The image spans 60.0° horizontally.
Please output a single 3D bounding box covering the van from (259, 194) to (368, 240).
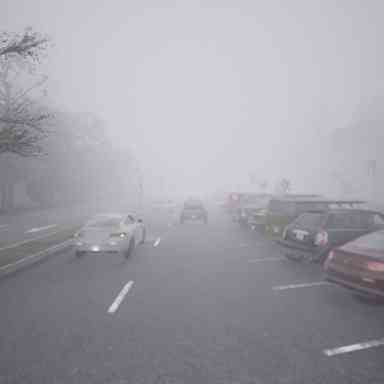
[{"bbox_3d":[5.191,1.186,13.181,4.442,1.987,1.878,1,0,-20],"label":"van"}]

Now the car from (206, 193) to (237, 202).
[{"bbox_3d":[5.139,0.887,57.912,4.792,1.488,2.163,0,1,-20],"label":"car"}]

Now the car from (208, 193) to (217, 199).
[{"bbox_3d":[4.925,1.221,36.942,5.366,1.575,1.946,1,1,-20],"label":"car"}]

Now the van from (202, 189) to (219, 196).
[{"bbox_3d":[5.030,0.083,90.653,4.442,1.987,1.878,1,1,-20],"label":"van"}]

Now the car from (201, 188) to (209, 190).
[{"bbox_3d":[5.133,0.578,72.803,4.892,1.521,2.231,0,1,-20],"label":"car"}]

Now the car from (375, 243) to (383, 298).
[{"bbox_3d":[5.048,1.493,4.157,4.792,1.488,2.163,1,1,-20],"label":"car"}]

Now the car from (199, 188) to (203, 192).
[{"bbox_3d":[5.155,0.275,75.800,5.566,2.045,2.435,0,1,-20],"label":"car"}]

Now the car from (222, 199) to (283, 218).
[{"bbox_3d":[5.087,1.356,28.058,4.674,1.452,2.002,1,0,-20],"label":"car"}]

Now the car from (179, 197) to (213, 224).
[{"bbox_3d":[0.116,1.354,23.403,2.128,1.511,4.902,0,1,0],"label":"car"}]

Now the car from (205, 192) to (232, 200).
[{"bbox_3d":[5.112,0.778,63.864,4.674,1.452,2.002,0,1,-20],"label":"car"}]

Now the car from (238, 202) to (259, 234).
[{"bbox_3d":[5.076,1.394,16.122,4.892,1.521,2.231,1,0,-20],"label":"car"}]

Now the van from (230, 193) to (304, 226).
[{"bbox_3d":[4.981,1.131,22.042,4.442,1.987,1.878,1,1,-20],"label":"van"}]

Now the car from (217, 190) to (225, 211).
[{"bbox_3d":[5.118,1.088,25.085,5.566,2.045,2.435,1,0,-20],"label":"car"}]

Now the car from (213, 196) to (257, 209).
[{"bbox_3d":[5.126,1.218,40.011,4.792,1.488,2.163,1,1,-20],"label":"car"}]

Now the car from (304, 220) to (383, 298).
[{"bbox_3d":[5.071,1.486,7.175,4.674,1.452,2.002,1,0,-20],"label":"car"}]

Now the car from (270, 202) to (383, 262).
[{"bbox_3d":[5.050,1.303,10.147,4.553,1.767,2.185,1,0,-20],"label":"car"}]

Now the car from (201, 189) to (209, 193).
[{"bbox_3d":[4.941,0.792,60.816,5.366,1.575,1.946,0,1,-20],"label":"car"}]

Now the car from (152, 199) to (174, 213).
[{"bbox_3d":[-2.875,1.370,34.184,1.895,1.301,4.718,0,1,0],"label":"car"}]

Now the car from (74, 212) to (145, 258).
[{"bbox_3d":[-2.891,1.452,12.312,1.812,1.442,4.674,0,0,0],"label":"car"}]

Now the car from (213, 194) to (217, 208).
[{"bbox_3d":[5.067,1.290,34.015,4.792,1.488,2.163,1,1,-20],"label":"car"}]

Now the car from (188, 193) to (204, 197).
[{"bbox_3d":[0.129,1.152,42.273,2.128,1.511,4.902,0,1,0],"label":"car"}]

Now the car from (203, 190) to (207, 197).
[{"bbox_3d":[4.936,0.916,54.851,5.366,1.575,1.946,0,2,-20],"label":"car"}]

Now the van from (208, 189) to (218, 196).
[{"bbox_3d":[4.998,0.867,45.911,4.442,1.987,1.878,0,1,-20],"label":"van"}]

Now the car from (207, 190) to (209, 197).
[{"bbox_3d":[5.078,0.912,48.940,4.553,1.767,2.185,0,1,-20],"label":"car"}]

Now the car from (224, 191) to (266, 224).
[{"bbox_3d":[5.063,1.124,19.089,5.566,2.045,2.435,1,1,-20],"label":"car"}]
